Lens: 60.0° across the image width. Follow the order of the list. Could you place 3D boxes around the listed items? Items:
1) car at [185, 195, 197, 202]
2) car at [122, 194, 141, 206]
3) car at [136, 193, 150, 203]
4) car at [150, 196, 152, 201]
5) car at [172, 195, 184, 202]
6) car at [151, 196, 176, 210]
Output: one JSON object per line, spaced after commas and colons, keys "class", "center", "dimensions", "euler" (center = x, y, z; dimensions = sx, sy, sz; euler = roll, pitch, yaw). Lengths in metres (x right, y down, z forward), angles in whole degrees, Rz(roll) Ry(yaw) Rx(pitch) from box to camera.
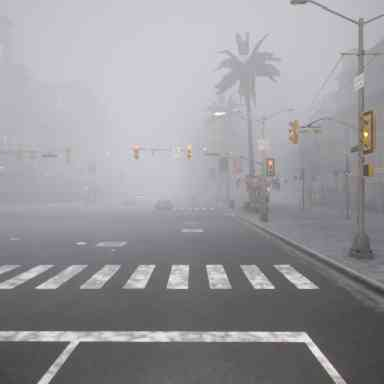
{"class": "car", "center": [0.008, 1.355, 75.247], "dimensions": [2.097, 1.767, 4.553], "euler": [0, 0, 0]}
{"class": "car", "center": [-10.538, 1.547, 56.742], "dimensions": [2.033, 1.411, 5.357], "euler": [0, 0, 1]}
{"class": "car", "center": [-10.510, 1.221, 66.989], "dimensions": [2.150, 2.045, 5.566], "euler": [0, 0, 0]}
{"class": "car", "center": [-10.498, 1.478, 77.441], "dimensions": [1.882, 1.535, 5.008], "euler": [0, 0, 0]}
{"class": "car", "center": [-3.497, 1.553, 76.386], "dimensions": [1.994, 1.385, 4.181], "euler": [0, 0, 0]}
{"class": "car", "center": [-3.544, 1.564, 42.053], "dimensions": [1.994, 1.385, 4.181], "euler": [0, 0, 2]}
